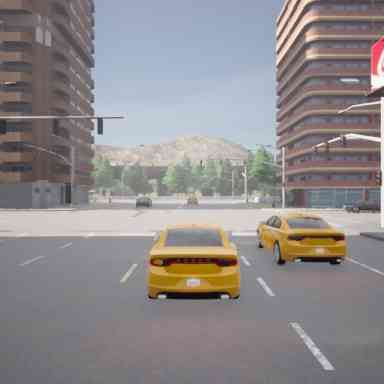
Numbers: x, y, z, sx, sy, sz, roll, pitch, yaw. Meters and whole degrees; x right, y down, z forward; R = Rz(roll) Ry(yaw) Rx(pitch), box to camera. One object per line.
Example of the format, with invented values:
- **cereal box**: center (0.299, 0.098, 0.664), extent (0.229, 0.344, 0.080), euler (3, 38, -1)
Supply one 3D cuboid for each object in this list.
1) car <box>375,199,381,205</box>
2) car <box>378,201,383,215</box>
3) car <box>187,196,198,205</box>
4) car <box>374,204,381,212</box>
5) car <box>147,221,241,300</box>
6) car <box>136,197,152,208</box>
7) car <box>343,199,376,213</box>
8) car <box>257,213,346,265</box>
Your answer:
- **car**: center (17.242, 1.491, 25.418), extent (4.902, 1.511, 2.128), euler (0, 0, 0)
- **car**: center (20.894, 1.564, 32.640), extent (4.181, 1.385, 1.994), euler (0, 0, 0)
- **car**: center (0.078, 1.478, 59.178), extent (1.882, 1.535, 5.008), euler (0, 0, 0)
- **car**: center (3.600, 1.222, 1.764), extent (2.150, 2.045, 5.566), euler (0, 0, 0)
- **car**: center (0.048, 1.478, 8.475), extent (1.882, 1.535, 5.008), euler (0, 0, 0)
- **car**: center (-7.088, 1.478, 49.325), extent (1.882, 1.535, 5.008), euler (0, 0, 0)
- **car**: center (18.966, 1.491, 36.128), extent (4.902, 1.511, 2.128), euler (0, 0, 0)
- **car**: center (3.565, 1.478, 11.714), extent (1.882, 1.535, 5.008), euler (0, 0, 0)
